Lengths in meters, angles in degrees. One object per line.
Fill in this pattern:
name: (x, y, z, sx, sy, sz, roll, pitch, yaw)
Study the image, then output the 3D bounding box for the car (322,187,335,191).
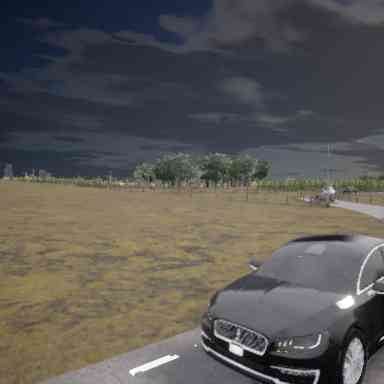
car: (31.644, -0.170, 77.091, 2.150, 2.045, 5.566, 0, 1, 34)

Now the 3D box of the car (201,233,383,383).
car: (2.248, 1.503, 5.370, 4.892, 1.490, 1.837, 0, 0, -44)

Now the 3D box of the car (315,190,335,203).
car: (20.136, 0.879, 50.408, 1.994, 1.385, 4.181, 0, 2, 4)
